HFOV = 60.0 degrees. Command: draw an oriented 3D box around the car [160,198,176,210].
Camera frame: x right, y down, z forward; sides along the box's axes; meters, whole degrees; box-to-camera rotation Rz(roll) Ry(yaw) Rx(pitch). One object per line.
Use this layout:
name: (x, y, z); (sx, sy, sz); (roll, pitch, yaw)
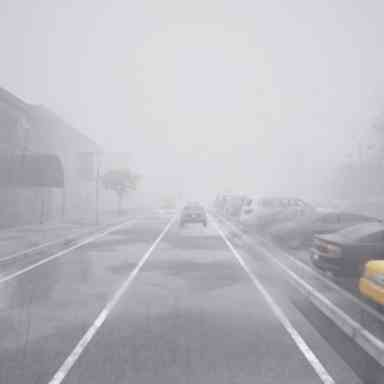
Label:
car: (-3.329, 1.588, 46.787); (2.097, 1.767, 4.553); (0, -1, 0)

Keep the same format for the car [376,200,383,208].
car: (18.681, 1.620, 28.193); (4.674, 1.452, 2.002); (0, 0, 0)

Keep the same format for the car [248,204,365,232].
car: (5.611, 1.522, 16.879); (4.892, 1.521, 2.231); (0, 0, 0)

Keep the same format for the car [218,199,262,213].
car: (5.606, 1.644, 39.310); (4.892, 1.521, 2.231); (0, 0, 0)

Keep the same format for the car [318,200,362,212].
car: (18.683, 1.707, 42.113); (4.674, 1.452, 2.002); (0, -1, 0)

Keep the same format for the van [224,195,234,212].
van: (5.485, 1.367, 30.901); (4.442, 1.987, 1.878); (0, 0, 0)

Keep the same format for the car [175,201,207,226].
car: (0.104, 1.639, 24.078); (2.033, 1.411, 5.357); (0, 0, 0)

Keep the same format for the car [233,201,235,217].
car: (5.604, 1.550, 22.490); (5.008, 1.535, 2.097); (0, 0, 0)

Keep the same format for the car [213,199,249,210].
car: (5.599, 1.723, 47.715); (4.892, 1.521, 2.231); (0, -1, 0)

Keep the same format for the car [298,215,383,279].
car: (5.621, 1.489, 8.474); (5.008, 1.535, 2.097); (0, 0, 0)

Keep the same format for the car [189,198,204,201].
car: (0.107, 1.761, 42.847); (1.994, 1.385, 4.181); (0, 0, 0)

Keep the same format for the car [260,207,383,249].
car: (5.590, 1.539, 14.081); (4.792, 1.488, 2.163); (0, 0, 0)

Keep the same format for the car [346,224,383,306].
car: (5.815, 1.480, 5.674); (5.366, 1.575, 1.946); (0, 0, 0)

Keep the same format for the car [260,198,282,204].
car: (18.710, 2.208, 78.950); (4.674, 1.452, 2.002); (0, -1, 0)

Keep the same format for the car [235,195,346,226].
car: (5.641, 1.284, 19.688); (5.566, 2.045, 2.435); (0, 0, 0)

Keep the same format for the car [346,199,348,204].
car: (18.648, 1.500, 36.546); (4.553, 1.767, 2.185); (0, 0, 0)

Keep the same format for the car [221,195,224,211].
car: (5.569, 1.482, 33.705); (4.553, 1.767, 2.185); (0, 0, 0)

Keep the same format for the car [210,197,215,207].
car: (5.631, 1.442, 44.917); (5.566, 2.045, 2.435); (0, -1, 0)

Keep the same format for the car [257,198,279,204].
car: (18.721, 2.214, 82.099); (5.008, 1.535, 2.097); (0, -1, 0)

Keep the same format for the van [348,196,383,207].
van: (18.796, 1.382, 33.766); (4.442, 1.987, 1.878); (0, 0, 0)

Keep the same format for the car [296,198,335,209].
car: (18.681, 1.754, 50.468); (5.008, 1.535, 2.097); (0, -1, 0)

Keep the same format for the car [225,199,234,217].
car: (5.598, 1.580, 28.096); (4.892, 1.521, 2.231); (0, 0, 0)

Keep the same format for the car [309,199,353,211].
car: (18.688, 1.692, 44.900); (5.008, 1.535, 2.097); (0, -1, 0)

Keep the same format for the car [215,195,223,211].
car: (5.628, 1.374, 36.507); (5.566, 2.045, 2.435); (0, 0, 0)
